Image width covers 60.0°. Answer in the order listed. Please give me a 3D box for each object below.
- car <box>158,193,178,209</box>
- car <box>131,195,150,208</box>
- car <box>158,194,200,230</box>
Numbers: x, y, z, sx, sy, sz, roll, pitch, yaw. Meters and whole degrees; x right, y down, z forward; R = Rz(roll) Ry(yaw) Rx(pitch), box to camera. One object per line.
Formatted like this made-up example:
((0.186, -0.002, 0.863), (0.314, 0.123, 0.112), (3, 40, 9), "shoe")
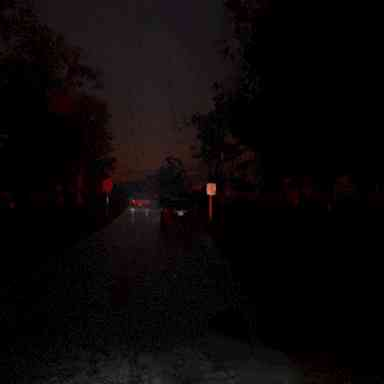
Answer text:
((-2.794, 0.913, 37.346), (1.882, 1.535, 5.008), (1, 1, -8), "car")
((-5.570, 0.976, 36.061), (1.895, 1.301, 4.718), (1, 1, -9), "car")
((-0.751, 1.109, 19.395), (2.097, 1.767, 4.553), (1, 1, -4), "car")
